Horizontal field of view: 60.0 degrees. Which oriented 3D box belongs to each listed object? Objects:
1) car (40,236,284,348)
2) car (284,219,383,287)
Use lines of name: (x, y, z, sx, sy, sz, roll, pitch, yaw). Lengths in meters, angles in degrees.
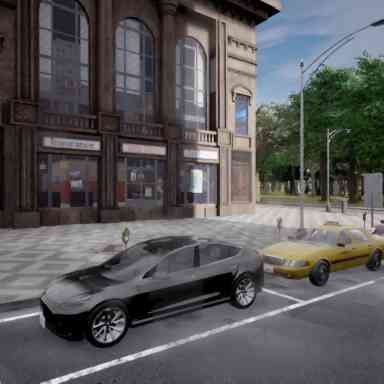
car: (-0.494, 1.566, 6.301, 4.313, 1.339, 1.947, 0, 0, -36)
car: (3.793, 1.526, 9.363, 4.829, 1.417, 1.752, 0, 0, -36)
